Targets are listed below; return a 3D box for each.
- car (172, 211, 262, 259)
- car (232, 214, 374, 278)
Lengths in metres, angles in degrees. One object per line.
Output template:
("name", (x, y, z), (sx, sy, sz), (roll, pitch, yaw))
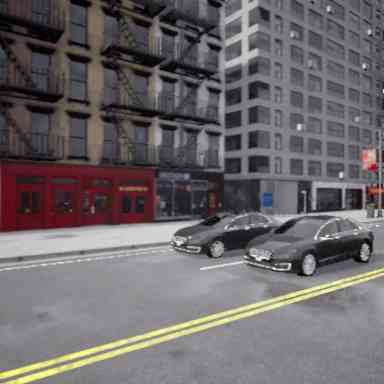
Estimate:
("car", (1.528, 1.517, 12.754), (4.892, 1.490, 1.837), (0, 0, -35))
("car", (3.776, 1.515, 10.365), (4.892, 1.490, 1.837), (-1, 1, -35))
